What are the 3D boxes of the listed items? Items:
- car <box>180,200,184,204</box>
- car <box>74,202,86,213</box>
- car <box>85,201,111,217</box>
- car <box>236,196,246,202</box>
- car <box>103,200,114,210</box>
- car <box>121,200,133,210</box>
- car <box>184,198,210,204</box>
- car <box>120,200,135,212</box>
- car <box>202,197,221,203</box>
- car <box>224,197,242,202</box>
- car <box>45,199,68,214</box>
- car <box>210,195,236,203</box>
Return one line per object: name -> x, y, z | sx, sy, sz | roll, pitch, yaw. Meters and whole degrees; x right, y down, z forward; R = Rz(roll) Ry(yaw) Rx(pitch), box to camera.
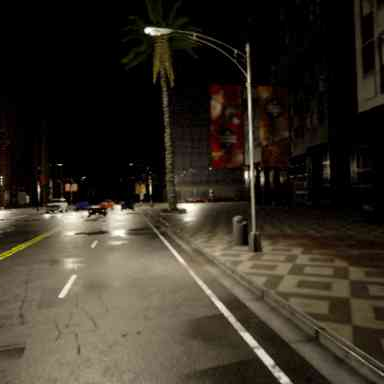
car -> -0.680, 2.192, 81.772 | 4.313, 1.339, 1.947 | -2, -1, -12
car -> -16.489, 2.215, 49.967 | 1.882, 1.535, 5.008 | -2, -1, -11
car -> -10.477, 2.060, 37.331 | 1.895, 1.301, 4.718 | -1, 0, -11
car -> 12.135, 1.655, 75.830 | 4.313, 1.339, 1.947 | -2, -1, -12
car -> -14.016, 2.072, 54.985 | 2.097, 1.767, 4.553 | -2, -1, -11
car -> -11.263, 2.145, 57.288 | 1.882, 1.535, 5.008 | -1, -1, -11
car -> 1.119, 1.993, 73.441 | 4.206, 1.307, 1.802 | -2, -1, -12
car -> -9.304, 2.021, 48.002 | 1.837, 1.490, 4.892 | -2, -1, -11
car -> 4.830, 2.030, 82.967 | 4.313, 1.339, 1.947 | -2, -1, -12
car -> 10.340, 1.886, 84.161 | 4.206, 1.307, 1.802 | -2, -1, -12
car -> -19.371, 2.020, 47.758 | 2.150, 2.045, 5.566 | -2, -1, -11
car -> 6.619, 1.564, 74.640 | 5.009, 1.841, 2.192 | -2, -1, -12
